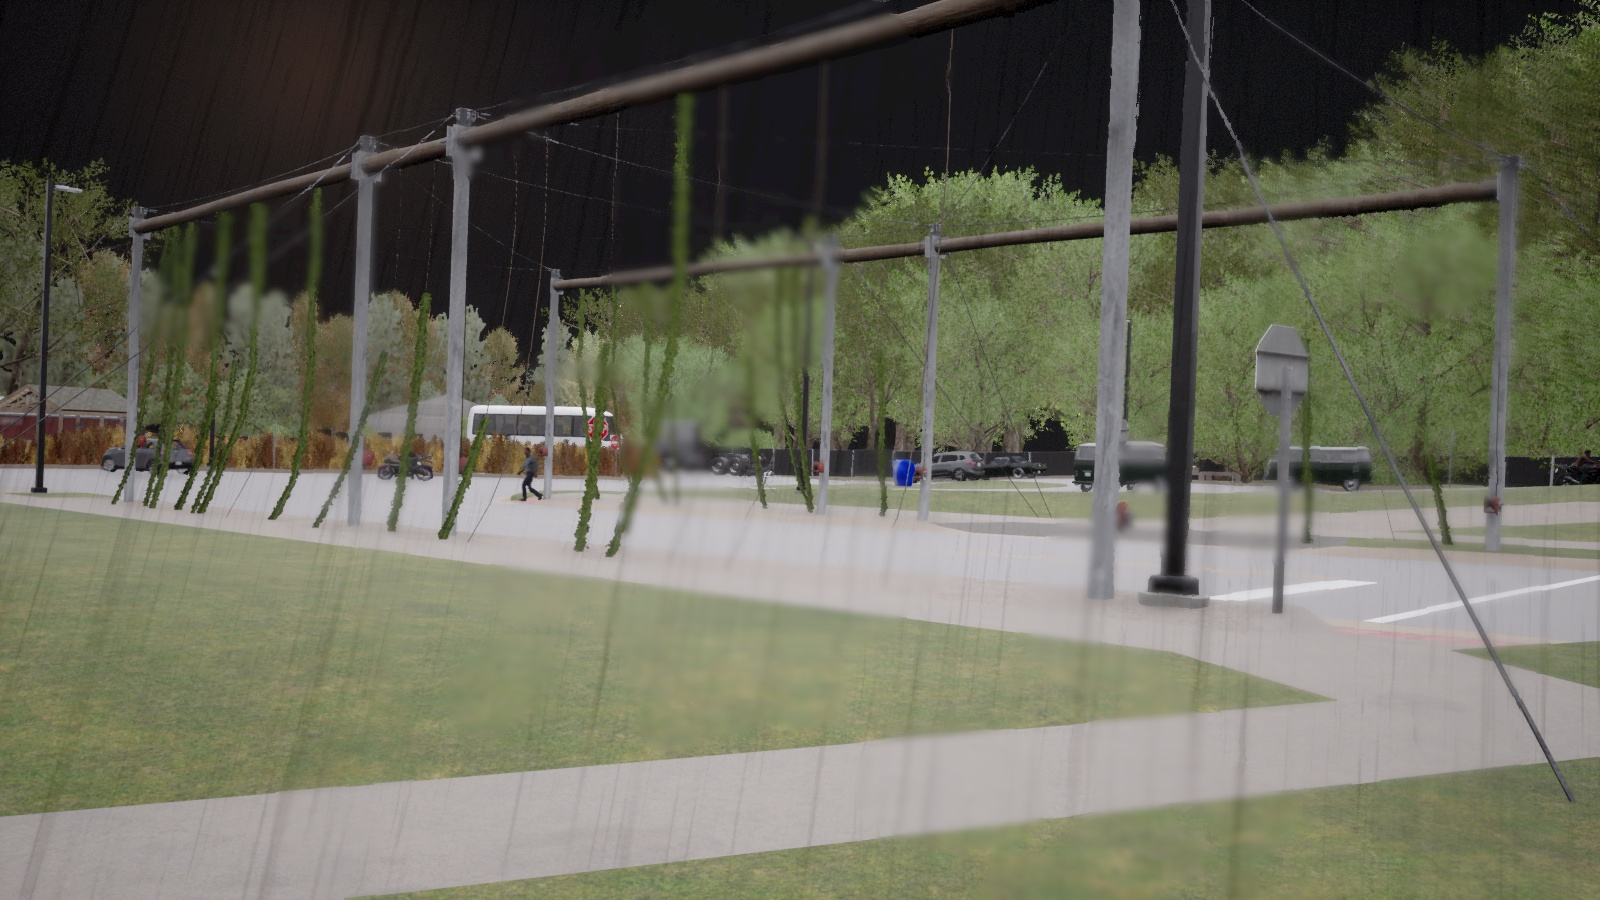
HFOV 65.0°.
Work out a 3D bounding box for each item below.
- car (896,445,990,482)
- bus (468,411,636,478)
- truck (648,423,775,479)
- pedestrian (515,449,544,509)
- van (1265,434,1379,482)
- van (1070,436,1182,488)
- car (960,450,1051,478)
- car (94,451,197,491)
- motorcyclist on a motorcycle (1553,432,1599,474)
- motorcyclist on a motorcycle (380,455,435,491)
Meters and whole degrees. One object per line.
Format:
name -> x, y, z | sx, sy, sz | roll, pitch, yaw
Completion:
car -> 7.973, 0.744, 69.968 | 4.611, 1.667, 2.242 | -5, -2, 29
bus -> -16.414, -0.398, 83.295 | 10.273, 4.253, 3.944 | 0, 1, 14
truck -> -5.780, 0.028, 81.616 | 7.936, 3.462, 2.891 | 0, 1, 27
pedestrian -> -8.795, 0.935, 40.781 | 0.788, 1.949, 0.423 | 1, 0, -31
van -> 22.930, 0.362, 55.199 | 4.442, 1.987, 1.775 | -1, -1, 28
van -> 13.031, 0.436, 50.178 | 4.442, 1.987, 1.775 | 0, 1, -33
car -> 11.748, 0.810, 71.981 | 4.718, 1.301, 1.895 | -5, -2, 36
car -> -27.148, 0.850, 52.109 | 3.633, 1.501, 1.845 | 1, 1, 21
motorcyclist on a motorcycle -> 30.216, 0.094, 48.173 | 2.044, 1.523, 0.797 | -5, -1, 21
motorcyclist on a motorcycle -> -16.923, 0.985, 54.115 | 2.191, 1.530, 0.866 | 0, 1, -21
